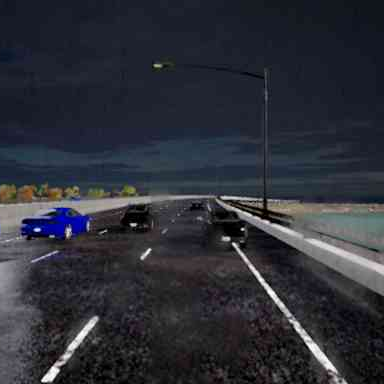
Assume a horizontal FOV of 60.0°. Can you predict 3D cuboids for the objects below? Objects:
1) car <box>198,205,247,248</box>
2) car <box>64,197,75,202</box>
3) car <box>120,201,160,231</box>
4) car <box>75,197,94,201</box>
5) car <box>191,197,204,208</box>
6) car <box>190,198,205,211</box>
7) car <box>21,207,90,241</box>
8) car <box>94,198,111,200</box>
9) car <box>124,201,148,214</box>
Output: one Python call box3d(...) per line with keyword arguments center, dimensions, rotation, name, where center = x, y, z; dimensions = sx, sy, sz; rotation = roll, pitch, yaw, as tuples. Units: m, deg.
box3d(center=(1.318, 1.546, 15.039), dimensions=(1.837, 1.490, 4.892), rotation=(0, 0, 1), name="car")
box3d(center=(-23.178, 1.710, 64.826), dimensions=(1.882, 1.535, 5.008), rotation=(0, 0, 2), name="car")
box3d(center=(-3.229, 1.563, 20.969), dimensions=(1.837, 1.490, 4.892), rotation=(0, 0, 1), name="car")
box3d(center=(-19.758, 1.769, 63.070), dimensions=(2.033, 1.411, 5.357), rotation=(0, 0, 3), name="car")
box3d(center=(0.940, 1.661, 53.862), dimensions=(2.128, 1.511, 4.902), rotation=(0, 0, 2), name="car")
box3d(center=(0.682, 1.674, 42.522), dimensions=(2.033, 1.411, 5.357), rotation=(0, 0, 2), name="car")
box3d(center=(-6.778, 1.525, 17.119), dimensions=(1.882, 1.535, 5.008), rotation=(0, 0, 1), name="car")
box3d(center=(-16.258, 1.768, 63.207), dimensions=(2.033, 1.411, 5.357), rotation=(0, 0, 3), name="car")
box3d(center=(-6.401, 1.716, 38.413), dimensions=(1.895, 1.301, 4.718), rotation=(0, 0, 1), name="car")
